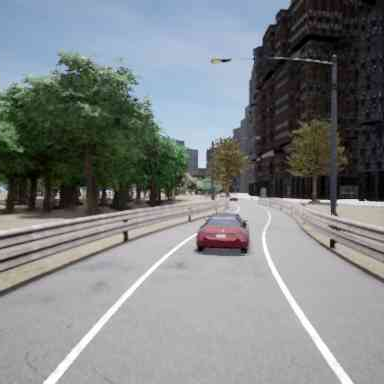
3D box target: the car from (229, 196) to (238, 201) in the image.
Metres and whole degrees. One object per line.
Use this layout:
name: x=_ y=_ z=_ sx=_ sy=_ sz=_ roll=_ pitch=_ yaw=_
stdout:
car: x=9.547 y=1.553 z=79.130 sx=1.895 sy=1.301 sz=4.718 roll=0 pitch=0 yaw=-5

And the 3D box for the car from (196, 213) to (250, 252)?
car: x=1.408 y=1.574 z=14.063 sx=1.994 sy=1.385 sz=4.181 roll=0 pitch=0 yaw=10
